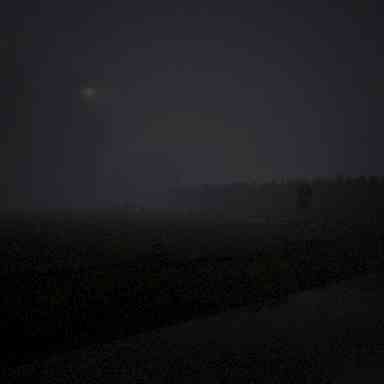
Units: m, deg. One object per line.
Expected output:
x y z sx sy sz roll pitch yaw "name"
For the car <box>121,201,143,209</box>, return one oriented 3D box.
-7.662 1.963 43.552 1.837 1.490 4.892 1 -1 -36 "car"
